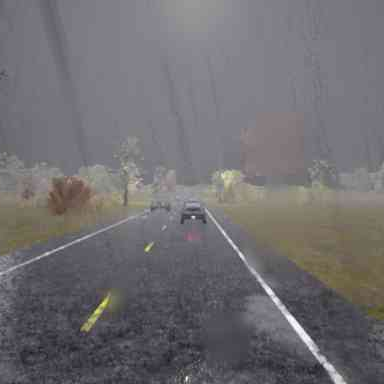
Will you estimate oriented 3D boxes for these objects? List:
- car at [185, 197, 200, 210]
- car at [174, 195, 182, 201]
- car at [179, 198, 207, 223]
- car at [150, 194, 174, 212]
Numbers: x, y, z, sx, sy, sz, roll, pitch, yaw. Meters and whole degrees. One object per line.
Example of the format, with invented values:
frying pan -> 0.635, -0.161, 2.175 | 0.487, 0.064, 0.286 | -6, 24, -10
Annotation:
car -> 0.093, 1.492, 43.243 | 1.837, 1.490, 4.892 | 0, 0, 0
car -> -3.514, 1.512, 79.475 | 1.994, 1.385, 4.181 | 0, 0, 0
car -> 0.097, 1.500, 25.583 | 1.837, 1.490, 4.892 | 0, 0, 0
car -> -3.600, 1.210, 39.073 | 2.150, 2.045, 5.566 | 0, 0, 0
